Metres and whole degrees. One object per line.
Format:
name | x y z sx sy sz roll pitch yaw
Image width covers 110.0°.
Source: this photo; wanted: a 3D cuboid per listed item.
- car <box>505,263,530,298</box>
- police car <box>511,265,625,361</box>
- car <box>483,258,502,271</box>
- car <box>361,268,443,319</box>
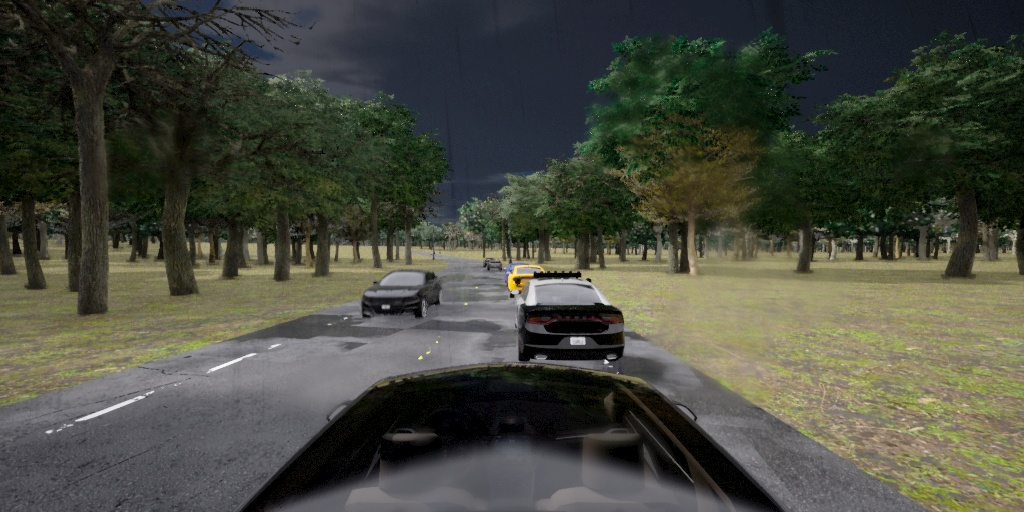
car | 0.776 1.203 18.338 1.882 1.535 5.008 0 0 -2
police car | 1.032 1.169 8.382 1.930 1.638 5.238 0 0 -1
car | -2.351 1.117 47.493 2.128 1.511 4.902 0 0 -6
car | -3.748 1.217 12.967 1.882 1.535 5.008 0 0 -2
